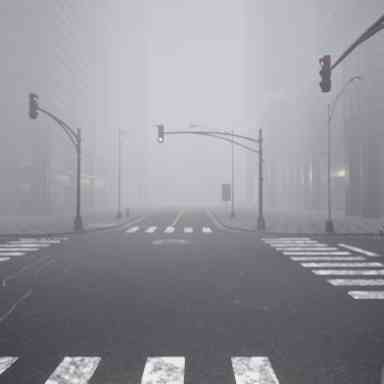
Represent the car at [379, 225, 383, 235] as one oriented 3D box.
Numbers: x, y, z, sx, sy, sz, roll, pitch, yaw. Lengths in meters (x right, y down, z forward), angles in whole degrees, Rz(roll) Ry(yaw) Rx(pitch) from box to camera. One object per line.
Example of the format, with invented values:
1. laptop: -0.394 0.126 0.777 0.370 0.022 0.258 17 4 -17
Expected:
1. car: 11.737 1.622 16.097 4.829 1.417 1.752 0 -1 0
